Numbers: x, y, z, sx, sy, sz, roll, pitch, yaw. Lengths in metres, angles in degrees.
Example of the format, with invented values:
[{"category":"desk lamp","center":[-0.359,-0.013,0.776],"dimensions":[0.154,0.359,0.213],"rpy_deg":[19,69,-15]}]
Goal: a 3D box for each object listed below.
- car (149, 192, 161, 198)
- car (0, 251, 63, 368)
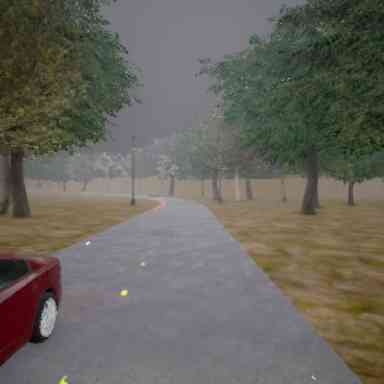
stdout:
[{"category":"car","center":[-9.555,0.831,84.878],"dimensions":[2.033,1.411,5.357],"rpy_deg":[-1,1,-23]},{"category":"car","center":[-3.099,1.470,3.584],"dimensions":[1.882,1.535,5.008],"rpy_deg":[0,0,0]}]
